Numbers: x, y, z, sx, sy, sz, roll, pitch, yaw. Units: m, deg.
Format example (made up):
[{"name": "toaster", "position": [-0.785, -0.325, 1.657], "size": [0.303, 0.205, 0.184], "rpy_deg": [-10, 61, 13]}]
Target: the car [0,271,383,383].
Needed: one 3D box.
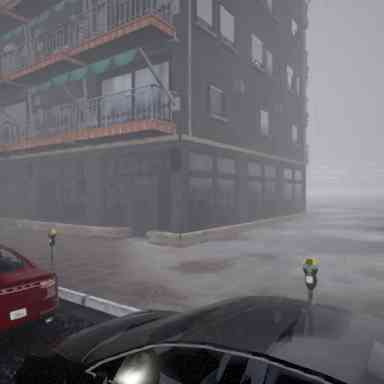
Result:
[{"name": "car", "position": [0.383, 1.566, 2.602], "size": [4.313, 1.339, 1.947], "rpy_deg": [0, 0, 36]}]

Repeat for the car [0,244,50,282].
[{"name": "car", "position": [-4.205, 1.545, 5.876], "size": [4.507, 1.381, 1.887], "rpy_deg": [0, 0, 36]}]
